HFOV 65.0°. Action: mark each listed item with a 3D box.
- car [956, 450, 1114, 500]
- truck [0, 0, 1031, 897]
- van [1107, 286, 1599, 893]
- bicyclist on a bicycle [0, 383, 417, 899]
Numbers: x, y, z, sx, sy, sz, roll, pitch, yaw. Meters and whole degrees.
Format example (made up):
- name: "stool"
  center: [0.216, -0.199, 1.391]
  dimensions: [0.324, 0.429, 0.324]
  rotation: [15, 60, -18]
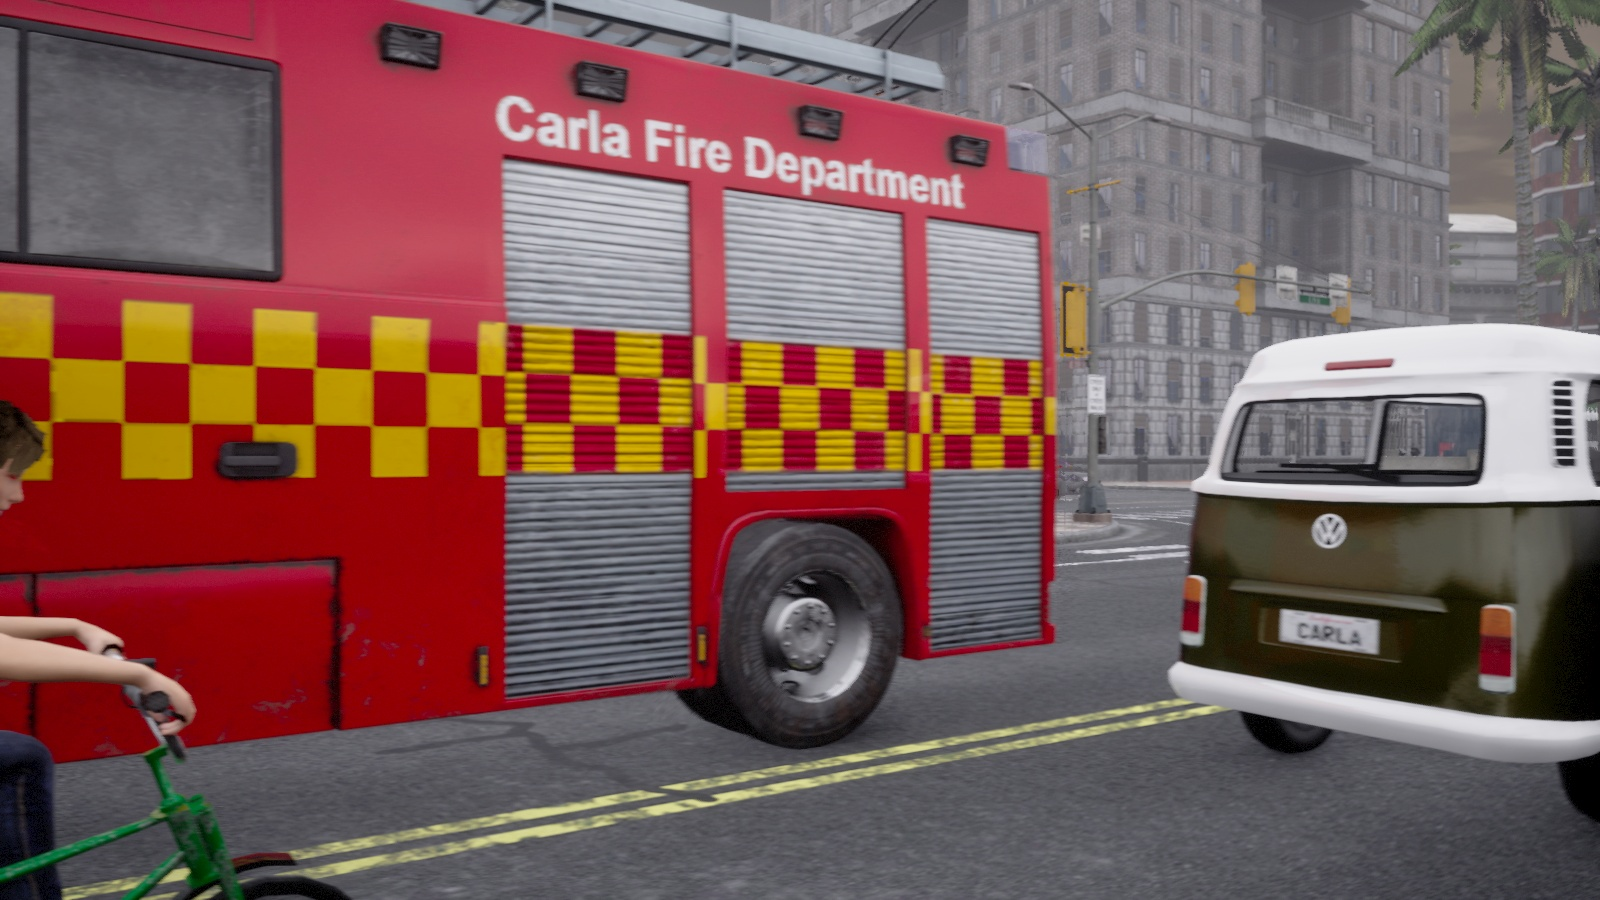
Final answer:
- name: "car"
  center: [7.481, 0.758, 40.389]
  dimensions: [2.128, 1.511, 4.902]
  rotation: [0, 0, -35]
- name: "truck"
  center: [-3.008, -0.400, 5.800]
  dimensions: [8.468, 3.827, 2.891]
  rotation: [0, 0, -35]
- name: "van"
  center: [3.876, 0.470, 6.351]
  dimensions: [4.480, 2.038, 2.069]
  rotation: [0, 0, -35]
- name: "bicyclist on a bicycle"
  center: [-1.655, 0.691, 2.512]
  dimensions: [1.509, 1.612, 0.866]
  rotation: [0, 0, -35]
